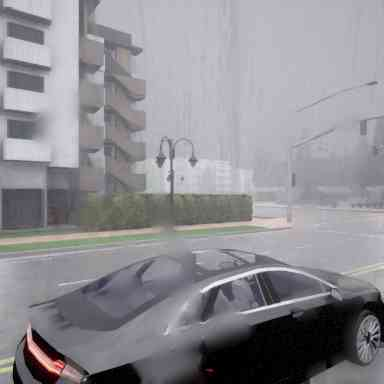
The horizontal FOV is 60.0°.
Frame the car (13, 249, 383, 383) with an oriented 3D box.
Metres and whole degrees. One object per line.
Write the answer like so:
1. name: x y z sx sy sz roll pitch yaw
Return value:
1. car: 0.551 1.492 4.150 4.902 1.511 2.128 0 0 -35
